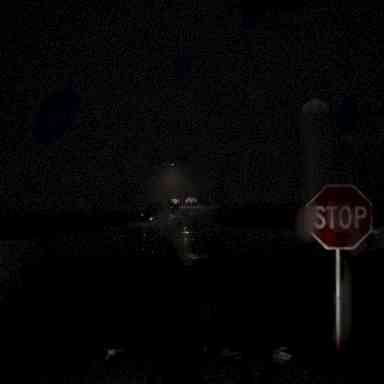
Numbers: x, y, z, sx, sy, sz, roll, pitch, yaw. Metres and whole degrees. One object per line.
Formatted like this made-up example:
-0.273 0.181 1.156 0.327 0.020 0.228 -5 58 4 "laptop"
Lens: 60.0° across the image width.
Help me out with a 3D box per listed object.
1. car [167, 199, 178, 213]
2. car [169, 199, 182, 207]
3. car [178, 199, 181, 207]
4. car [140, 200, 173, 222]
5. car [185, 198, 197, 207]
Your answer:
-2.942 1.749 38.539 1.895 1.301 4.718 0 -1 0 "car"
-2.924 1.986 59.099 1.994 1.385 4.181 0 -1 1 "car"
-2.957 1.764 48.576 2.128 1.511 4.902 0 -1 0 "car"
-2.949 1.600 26.926 2.033 1.411 5.357 0 0 0 "car"
-0.160 1.804 61.162 2.097 1.767 4.553 0 -1 0 "car"
